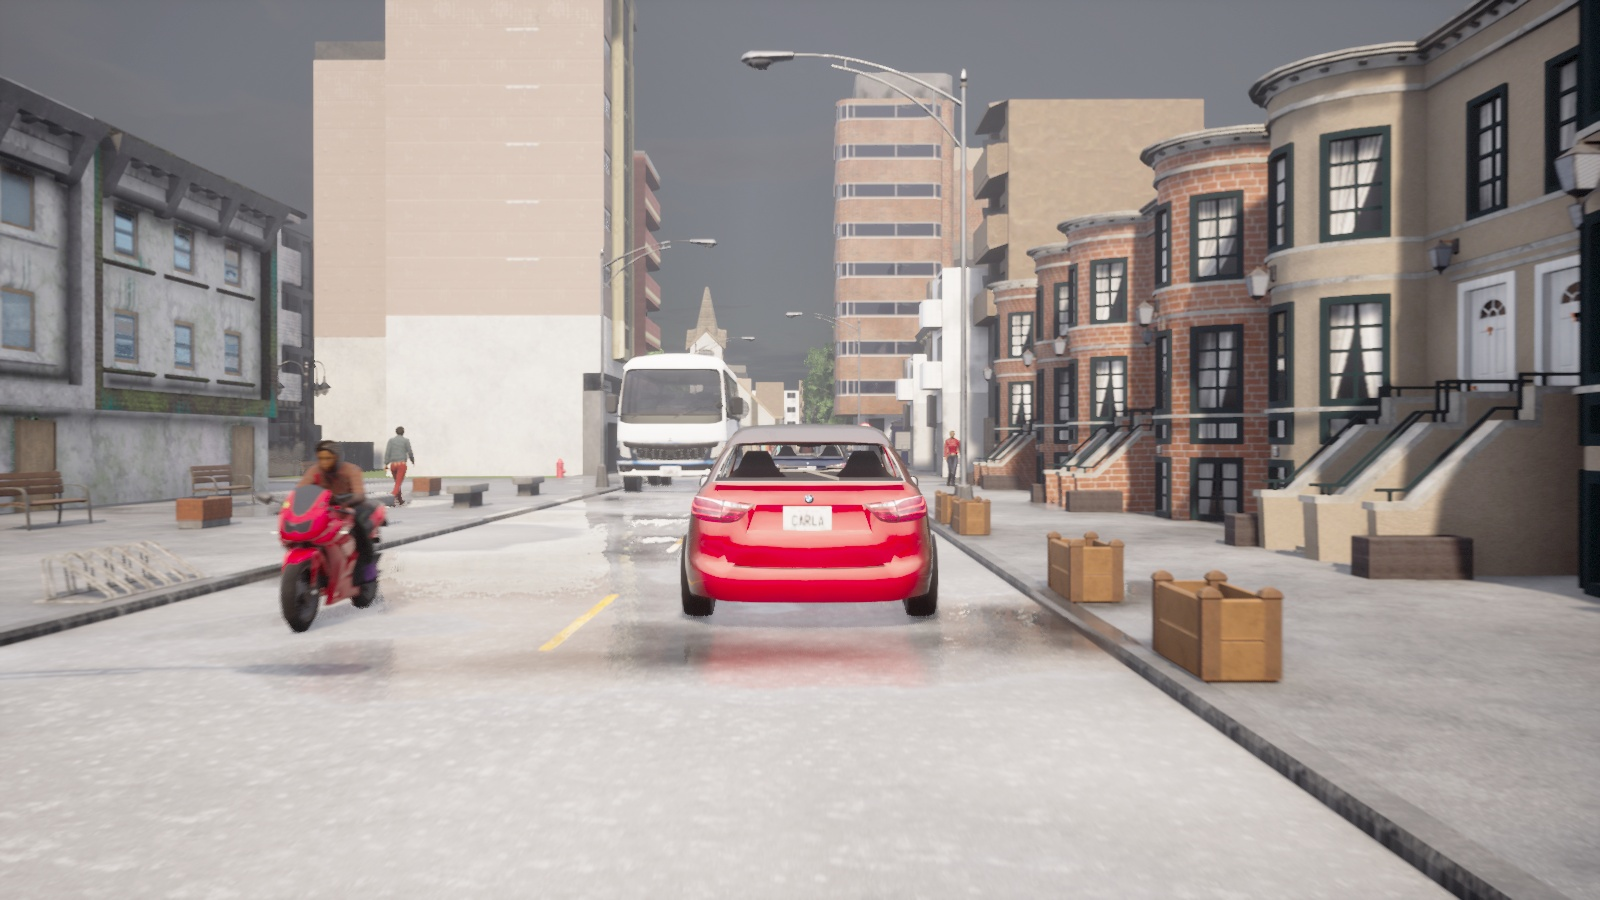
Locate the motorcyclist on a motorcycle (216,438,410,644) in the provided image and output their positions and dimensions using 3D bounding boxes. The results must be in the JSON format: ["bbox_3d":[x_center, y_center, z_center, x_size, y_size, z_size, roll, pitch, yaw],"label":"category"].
[{"bbox_3d":[-3.925,0.667,10.325,0.797,1.523,2.044,0,0,0],"label":"motorcyclist on a motorcycle"}]

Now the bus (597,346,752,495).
[{"bbox_3d":[-3.767,-0.863,40.834,3.944,4.253,10.273,0,0,0],"label":"bus"}]

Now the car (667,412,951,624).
[{"bbox_3d":[0.086,0.522,12.219,2.242,1.667,4.611,0,0,0],"label":"car"}]

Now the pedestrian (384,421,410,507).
[{"bbox_3d":[-8.730,0.296,27.187,0.353,1.847,0.614,0,0,1],"label":"pedestrian"}]

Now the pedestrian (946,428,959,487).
[{"bbox_3d":[4.798,0.238,39.424,0.331,1.846,0.636,0,0,1],"label":"pedestrian"}]
